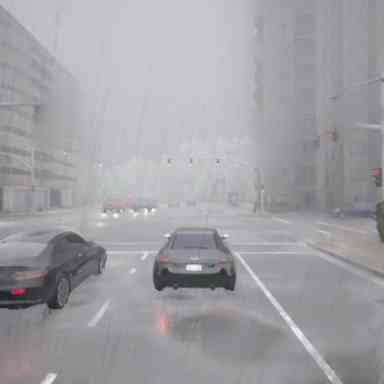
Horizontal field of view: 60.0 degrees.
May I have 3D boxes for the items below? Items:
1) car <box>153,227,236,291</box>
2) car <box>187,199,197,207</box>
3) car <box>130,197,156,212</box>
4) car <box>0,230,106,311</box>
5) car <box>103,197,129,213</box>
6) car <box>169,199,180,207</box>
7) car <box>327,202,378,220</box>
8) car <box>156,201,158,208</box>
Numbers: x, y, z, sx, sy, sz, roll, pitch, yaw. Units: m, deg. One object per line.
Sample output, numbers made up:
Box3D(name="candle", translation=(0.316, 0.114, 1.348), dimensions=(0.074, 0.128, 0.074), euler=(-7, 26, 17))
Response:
Box3D(name="car", translation=(0.123, 1.674, 9.382), dimensions=(1.994, 1.385, 4.181), euler=(0, -1, 2))
Box3D(name="car", translation=(-0.064, 2.175, 71.019), dimensions=(2.097, 1.767, 4.553), euler=(0, -1, 0))
Box3D(name="car", translation=(-7.143, 1.788, 49.102), dimensions=(2.150, 2.045, 5.566), euler=(0, -1, 0))
Box3D(name="car", translation=(-3.434, 1.618, 7.867), dimensions=(1.812, 1.442, 4.674), euler=(0, -1, 0))
Box3D(name="car", translation=(-10.641, 1.752, 45.974), dimensions=(2.150, 2.045, 5.566), euler=(0, -1, 0))
Box3D(name="car", translation=(-3.466, 2.113, 65.972), dimensions=(2.097, 1.767, 4.553), euler=(0, -1, 0))
Box3D(name="car", translation=(15.555, 1.723, 32.127), dimensions=(4.553, 1.767, 2.097), euler=(0, -1, 1))
Box3D(name="car", translation=(-7.122, 2.174, 59.122), dimensions=(2.128, 1.511, 4.902), euler=(0, -1, 0))
